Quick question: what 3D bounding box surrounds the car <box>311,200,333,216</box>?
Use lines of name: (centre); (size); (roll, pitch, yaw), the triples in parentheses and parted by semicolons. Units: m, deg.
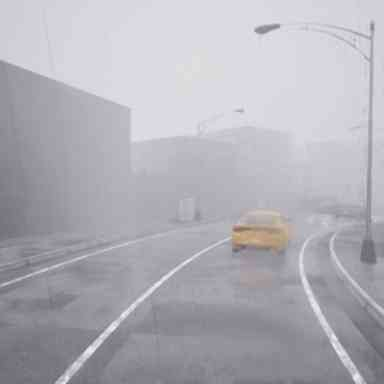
car: (14.495, 1.632, 35.225); (5.008, 1.535, 1.882); (1, 1, -41)

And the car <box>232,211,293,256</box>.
car: (2.982, 1.506, 13.602); (1.882, 1.535, 5.008); (1, 0, 20)

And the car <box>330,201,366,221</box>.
car: (14.630, 1.761, 30.171); (4.181, 1.385, 1.994); (1, 1, -45)
